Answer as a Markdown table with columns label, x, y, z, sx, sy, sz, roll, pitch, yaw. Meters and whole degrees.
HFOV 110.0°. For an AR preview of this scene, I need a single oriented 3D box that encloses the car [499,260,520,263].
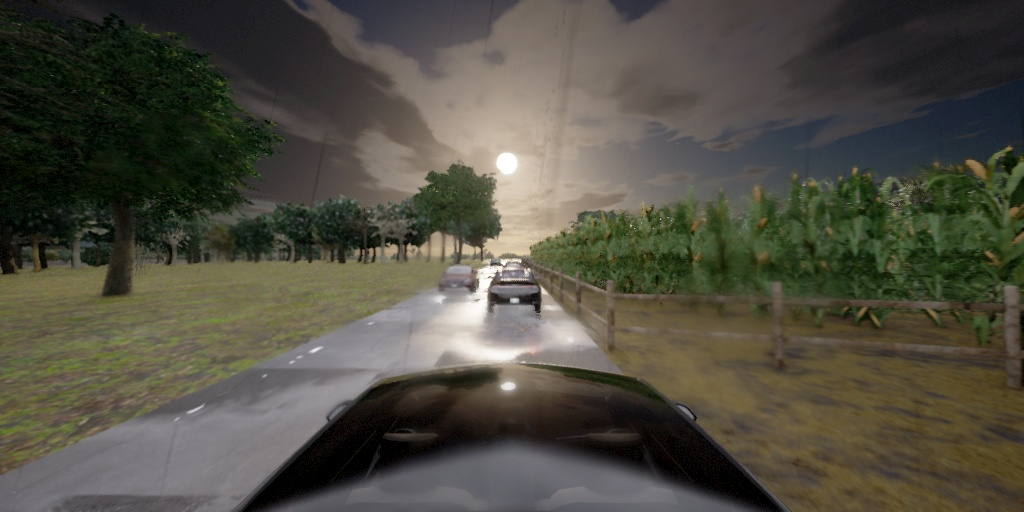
| label | x | y | z | sx | sy | sz | roll | pitch | yaw |
| --- | --- | --- | --- | --- | --- | --- | --- | --- | --- |
| car | 0.104 | 1.172 | 30.448 | 1.812 | 1.442 | 4.674 | 0 | 0 | 0 |

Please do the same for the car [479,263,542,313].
| label | x | y | z | sx | sy | sz | roll | pitch | yaw |
| --- | --- | --- | --- | --- | --- | --- | --- | --- | --- |
| car | 0.092 | 1.191 | 13.830 | 2.128 | 1.511 | 4.902 | 0 | 0 | 0 |

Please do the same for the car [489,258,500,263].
| label | x | y | z | sx | sy | sz | roll | pitch | yaw |
| --- | --- | --- | --- | --- | --- | --- | --- | --- | --- |
| car | -2.794 | 1.110 | 61.810 | 1.837 | 1.490 | 4.892 | 0 | 0 | 1 |

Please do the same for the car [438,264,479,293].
| label | x | y | z | sx | sy | sz | roll | pitch | yaw |
| --- | --- | --- | --- | --- | --- | --- | --- | --- | --- |
| car | -2.846 | 1.202 | 20.068 | 1.812 | 1.442 | 4.674 | 0 | 0 | 0 |
